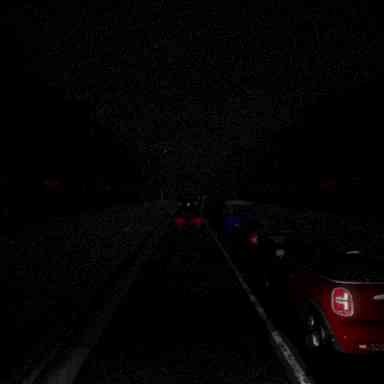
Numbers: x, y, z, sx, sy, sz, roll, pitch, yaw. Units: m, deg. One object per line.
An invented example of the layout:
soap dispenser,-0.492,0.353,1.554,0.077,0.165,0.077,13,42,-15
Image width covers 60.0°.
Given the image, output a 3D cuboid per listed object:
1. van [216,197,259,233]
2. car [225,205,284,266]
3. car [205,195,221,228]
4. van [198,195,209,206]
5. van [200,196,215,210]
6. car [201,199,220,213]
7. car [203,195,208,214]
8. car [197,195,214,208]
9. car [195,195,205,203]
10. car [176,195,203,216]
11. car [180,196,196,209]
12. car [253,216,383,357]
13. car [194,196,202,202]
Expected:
van,2.406,1.353,17.020,1.690,1.788,3.998,0,0,-1
car,2.485,1.445,11.544,1.967,1.590,4.097,0,0,-1
car,2.326,1.335,22.492,2.192,1.841,5.009,0,0,-1
van,1.857,1.412,55.343,1.690,1.788,3.998,0,0,-1
van,2.014,1.395,44.393,1.690,1.788,3.998,0,0,-1
car,2.093,1.596,38.919,2.008,1.369,4.403,0,0,-1
car,2.170,1.352,33.444,2.192,1.841,5.009,0,0,-1
car,1.935,1.377,49.868,2.192,1.841,5.009,0,0,-1
car,1.622,1.535,71.768,1.967,1.590,4.097,0,0,-1
car,-0.361,1.264,32.979,2.150,2.045,5.566,0,0,-1
car,-0.562,1.419,47.278,2.097,1.767,4.553,0,0,-1
car,2.564,1.438,6.070,1.967,1.590,4.097,0,0,-1
car,1.466,1.662,82.718,2.008,1.369,4.403,0,0,-1
